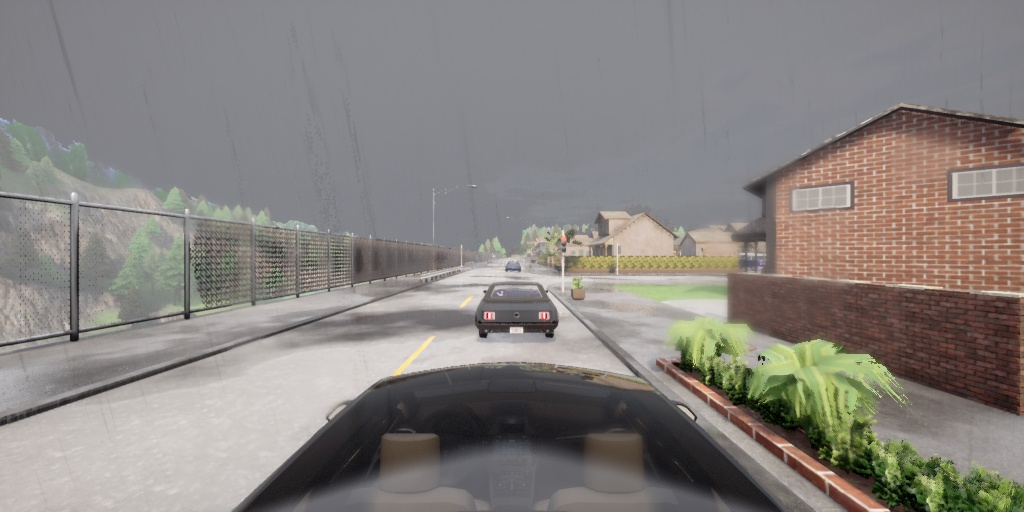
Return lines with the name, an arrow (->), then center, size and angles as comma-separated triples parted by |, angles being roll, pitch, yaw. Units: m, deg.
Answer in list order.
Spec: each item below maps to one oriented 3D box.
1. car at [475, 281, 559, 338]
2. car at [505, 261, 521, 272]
car -> 0.108, 1.351, 10.145 | 1.895, 1.301, 4.718 | 0, 0, 0
car -> 0.152, 1.314, 46.357 | 1.994, 1.385, 4.181 | 0, 0, 0
